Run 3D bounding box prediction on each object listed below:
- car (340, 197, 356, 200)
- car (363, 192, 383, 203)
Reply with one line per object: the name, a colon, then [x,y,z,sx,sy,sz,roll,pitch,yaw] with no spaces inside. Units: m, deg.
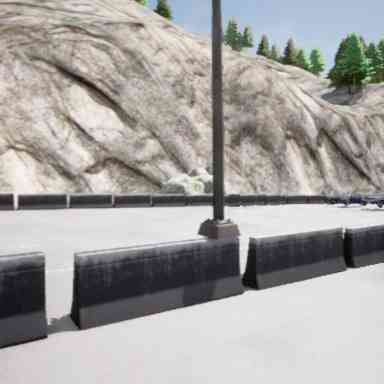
car: [17.450,0.694,37.156,5.357,1.411,2.033,1,2,-34]
car: [19.429,0.750,34.269,4.674,1.442,1.812,1,2,-34]
